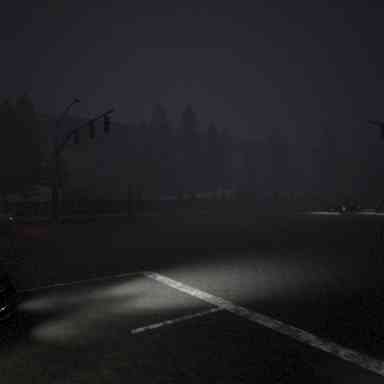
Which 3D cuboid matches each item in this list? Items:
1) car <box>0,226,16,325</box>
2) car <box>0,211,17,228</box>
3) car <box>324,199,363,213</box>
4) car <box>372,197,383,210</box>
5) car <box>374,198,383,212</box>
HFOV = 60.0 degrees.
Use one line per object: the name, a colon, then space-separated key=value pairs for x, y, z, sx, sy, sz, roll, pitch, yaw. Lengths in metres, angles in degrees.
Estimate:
car: x=-5.114 y=1.492 z=4.421 sx=4.902 sy=1.511 sz=2.128 roll=0 pitch=0 yaw=-35
car: x=-11.658 y=1.525 z=17.171 sx=4.674 sy=1.442 sz=1.812 roll=0 pitch=0 yaw=-35
car: x=17.381 y=1.547 z=37.887 sx=5.357 sy=1.411 sz=2.033 roll=0 pitch=0 yaw=-36
car: x=26.065 y=1.478 z=44.088 sx=5.008 sy=1.535 sz=1.882 roll=0 pitch=0 yaw=-36
car: x=22.311 y=1.526 z=37.106 sx=4.674 sy=1.442 sz=1.812 roll=0 pitch=0 yaw=-36
